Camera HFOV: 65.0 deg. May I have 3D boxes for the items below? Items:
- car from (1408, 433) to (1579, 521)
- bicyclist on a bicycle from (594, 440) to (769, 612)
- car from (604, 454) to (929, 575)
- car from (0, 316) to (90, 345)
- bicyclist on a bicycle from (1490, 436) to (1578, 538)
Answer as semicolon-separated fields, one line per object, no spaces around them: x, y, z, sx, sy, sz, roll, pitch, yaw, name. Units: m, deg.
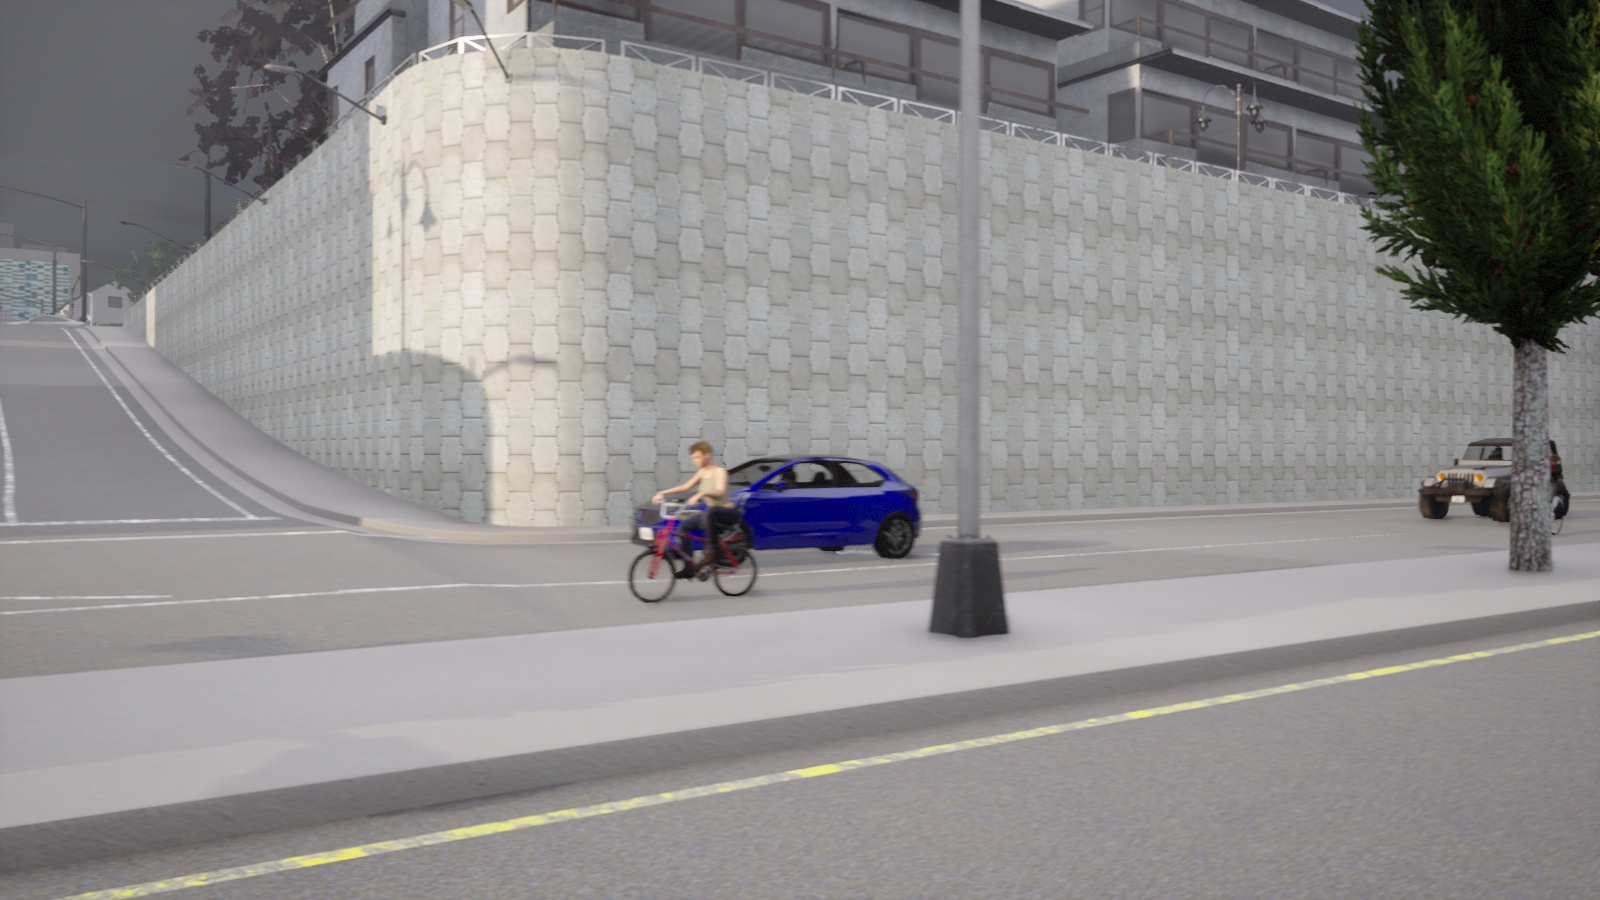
15.874;0.578;28.720;3.866;1.878;1.905;0;0;-35;car
-1.185;0.715;12.575;1.509;1.612;0.866;0;0;-35;bicyclist on a bicycle
-0.408;0.802;17.412;4.193;1.474;1.816;0;0;-34;car
-43.986;-6.929;72.869;4.674;1.442;1.812;-1;1;-24;car
13.221;0.643;22.608;1.843;1.776;0.659;0;0;-35;bicyclist on a bicycle
